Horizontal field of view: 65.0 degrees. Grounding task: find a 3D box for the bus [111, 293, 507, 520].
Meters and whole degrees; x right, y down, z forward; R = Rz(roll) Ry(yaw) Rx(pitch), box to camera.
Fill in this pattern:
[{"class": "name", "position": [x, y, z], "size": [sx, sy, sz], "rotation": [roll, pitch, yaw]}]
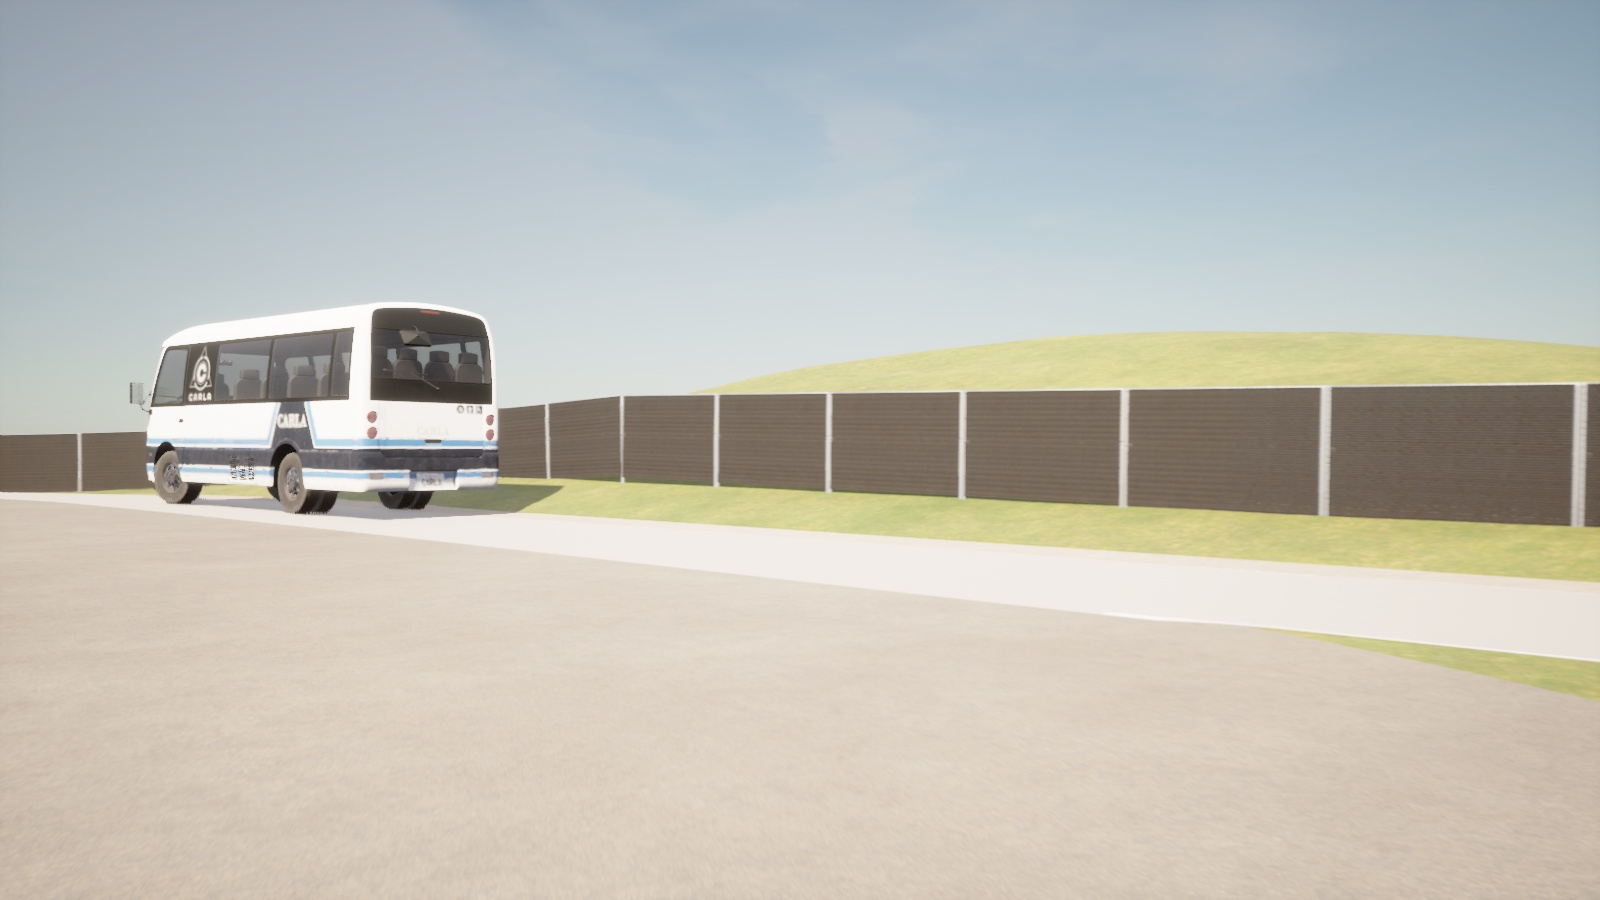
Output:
[{"class": "bus", "position": [-11.381, -0.847, 28.355], "size": [10.273, 4.253, 3.944], "rotation": [1, 0, 41]}]
